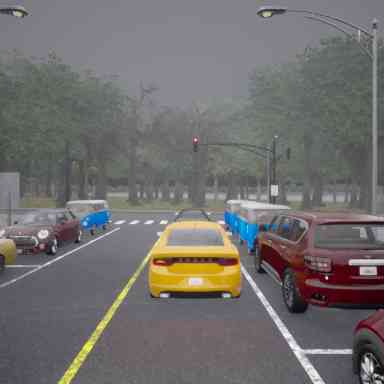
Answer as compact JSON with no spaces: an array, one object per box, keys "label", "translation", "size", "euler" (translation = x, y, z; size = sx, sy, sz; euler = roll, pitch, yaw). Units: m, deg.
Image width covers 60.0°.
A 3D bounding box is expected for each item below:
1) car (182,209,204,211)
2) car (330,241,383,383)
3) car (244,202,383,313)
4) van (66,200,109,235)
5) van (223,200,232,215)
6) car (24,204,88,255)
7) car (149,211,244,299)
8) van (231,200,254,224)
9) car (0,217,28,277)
[{"label":"car","translation":[0.030,1.565,17.458],"size":[1.994,1.385,4.181],"euler":[0,0,0]},{"label":"car","translation":[2.758,1.440,2.145],"size":[1.967,1.590,4.097],"euler":[0,0,0]},{"label":"car","translation":[2.749,1.315,7.583],"size":[2.192,1.841,5.009],"euler":[0,0,0]},{"label":"van","translation":[-5.795,1.342,18.443],"size":[1.690,1.788,3.998],"euler":[0,0,0]},{"label":"van","translation":[2.730,1.342,18.458],"size":[1.690,1.788,3.998],"euler":[0,0,0]},{"label":"car","translation":[-5.786,1.441,13.006],"size":[1.967,1.590,4.097],"euler":[0,0,0]},{"label":"car","translation":[0.072,1.478,8.535],"size":[1.882,1.535,5.008],"euler":[0,0,0]},{"label":"van","translation":[2.739,1.342,13.020],"size":[1.690,1.788,3.998],"euler":[0,0,0]},{"label":"car","translation":[-5.776,1.525,7.398],"size":[1.752,1.417,4.829],"euler":[0,0,0]}]
